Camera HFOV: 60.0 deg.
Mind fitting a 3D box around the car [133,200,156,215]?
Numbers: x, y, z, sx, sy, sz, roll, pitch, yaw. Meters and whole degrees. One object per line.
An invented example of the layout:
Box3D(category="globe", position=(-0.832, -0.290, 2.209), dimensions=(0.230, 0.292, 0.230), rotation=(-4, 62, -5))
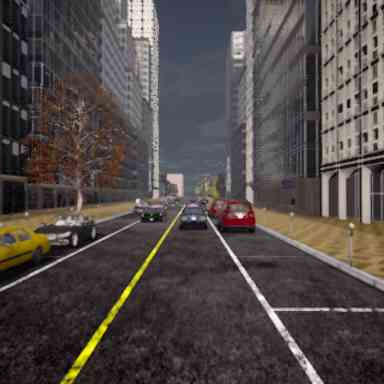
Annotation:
Box3D(category="car", position=(-5.668, 1.826, 38.031), dimensions=(2.008, 1.369, 4.403), rotation=(0, 0, 0))

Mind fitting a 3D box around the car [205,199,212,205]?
Box3D(category="car", position=(2.711, 1.551, 32.324), dimensions=(2.192, 1.841, 5.009), rotation=(0, 0, 0))

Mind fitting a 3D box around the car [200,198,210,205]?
Box3D(category="car", position=(2.731, 2.066, 72.167), dimensions=(1.947, 1.339, 4.313), rotation=(0, 0, 0))

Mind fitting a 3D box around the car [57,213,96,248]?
Box3D(category="car", position=(-5.680, 1.664, 15.262), dimensions=(2.008, 1.369, 4.403), rotation=(0, 0, 0))

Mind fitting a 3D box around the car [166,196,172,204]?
Box3D(category="car", position=(-5.653, 2.014, 66.492), dimensions=(2.008, 1.369, 4.403), rotation=(0, 0, 0))

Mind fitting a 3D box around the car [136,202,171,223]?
Box3D(category="car", position=(-3.085, 1.803, 27.598), dimensions=(1.895, 1.301, 4.718), rotation=(0, 0, 0))

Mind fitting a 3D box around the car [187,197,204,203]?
Box3D(category="car", position=(0.125, 1.730, 41.654), dimensions=(2.033, 1.649, 4.856), rotation=(0, 0, 0))

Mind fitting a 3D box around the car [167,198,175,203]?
Box3D(category="car", position=(-5.640, 2.189, 89.260), dimensions=(1.802, 1.307, 4.206), rotation=(0, 0, 0))

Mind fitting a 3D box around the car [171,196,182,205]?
Box3D(category="car", position=(-2.963, 1.978, 69.640), dimensions=(1.837, 1.490, 4.892), rotation=(0, 0, 0))

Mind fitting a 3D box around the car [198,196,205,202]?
Box3D(category="car", position=(2.744, 2.082, 94.934), dimensions=(1.967, 1.590, 4.097), rotation=(0, 0, 0))

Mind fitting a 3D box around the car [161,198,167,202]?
Box3D(category="car", position=(-5.658, 1.972, 55.106), dimensions=(1.802, 1.307, 4.206), rotation=(0, 0, 0))

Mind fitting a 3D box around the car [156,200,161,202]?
Box3D(category="car", position=(-5.665, 1.880, 43.723), dimensions=(1.947, 1.339, 4.313), rotation=(0, 0, 0))

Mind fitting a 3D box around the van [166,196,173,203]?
Box3D(category="van", position=(-5.642, 1.913, 83.570), dimensions=(1.690, 1.788, 3.998), rotation=(0, 0, 0))

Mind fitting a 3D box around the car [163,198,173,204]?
Box3D(category="car", position=(-5.646, 2.081, 77.876), dimensions=(1.887, 1.381, 4.507), rotation=(0, 0, 0))

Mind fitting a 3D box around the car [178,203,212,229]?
Box3D(category="car", position=(0.111, 1.719, 23.325), dimensions=(2.033, 1.411, 5.357), rotation=(0, 0, 0))

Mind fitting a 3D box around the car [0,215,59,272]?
Box3D(category="car", position=(-5.683, 1.596, 9.399), dimensions=(1.752, 1.417, 4.829), rotation=(0, 0, 0))

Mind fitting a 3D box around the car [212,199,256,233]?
Box3D(category="car", position=(2.705, 1.470, 20.940), dimensions=(2.192, 1.841, 5.009), rotation=(0, 0, 0))
